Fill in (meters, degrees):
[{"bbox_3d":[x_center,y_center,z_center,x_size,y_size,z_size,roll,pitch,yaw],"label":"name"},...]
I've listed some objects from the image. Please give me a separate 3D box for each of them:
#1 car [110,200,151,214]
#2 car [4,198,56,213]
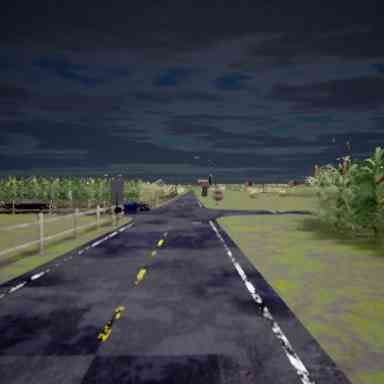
[{"bbox_3d":[-6.358,1.505,34.579,4.181,1.385,1.994,0,1,-1],"label":"car"},{"bbox_3d":[-16.693,1.391,34.398,4.902,1.511,2.128,0,1,-1],"label":"car"}]
